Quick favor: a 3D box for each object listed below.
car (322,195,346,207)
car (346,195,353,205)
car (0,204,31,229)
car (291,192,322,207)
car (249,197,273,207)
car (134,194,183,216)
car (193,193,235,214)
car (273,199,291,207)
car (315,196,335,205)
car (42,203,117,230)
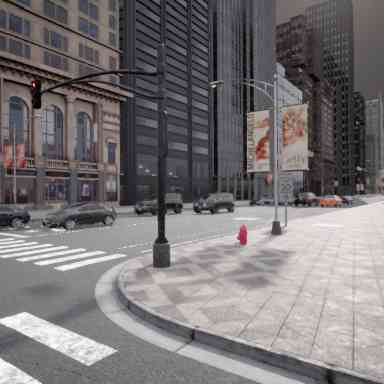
[{"bbox_3d":[19.856,1.188,47.201,2.097,1.767,4.553,-1,0,36],"label":"car"},{"bbox_3d":[25.240,1.331,54.767,1.837,1.490,4.892,-1,0,35],"label":"car"},{"bbox_3d":[-12.178,1.509,19.643,1.837,1.490,4.892,0,0,39],"label":"car"},{"bbox_3d":[16.718,1.083,48.400,2.150,2.045,5.566,-1,0,36],"label":"car"},{"bbox_3d":[10.283,1.477,50.759,1.994,1.385,4.181,-1,0,36],"label":"car"},{"bbox_3d":[-3.083,1.183,32.109,2.150,2.045,5.566,-1,0,35],"label":"car"},{"bbox_3d":[2.371,1.146,34.153,2.150,2.045,5.566,-1,0,36],"label":"car"},{"bbox_3d":[13.831,1.435,50.109,2.033,1.411,5.357,-1,0,35],"label":"car"},{"bbox_3d":[22.809,1.397,56.958,2.033,1.411,5.357,-1,0,35],"label":"car"},{"bbox_3d":[-6.965,1.471,21.041,1.837,1.490,4.892,-1,0,35],"label":"car"}]
